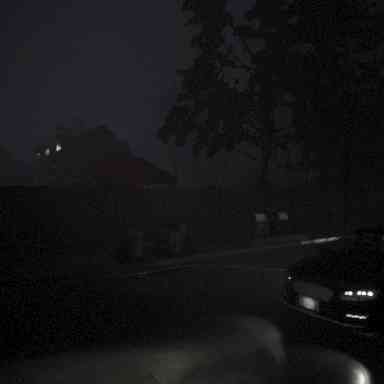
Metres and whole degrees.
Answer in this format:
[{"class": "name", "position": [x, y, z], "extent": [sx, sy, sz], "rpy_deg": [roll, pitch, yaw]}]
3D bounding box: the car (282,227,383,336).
[{"class": "car", "position": [3.879, 1.493, 6.620], "extent": [4.902, 1.511, 2.128], "rpy_deg": [0, 0, -34]}]
